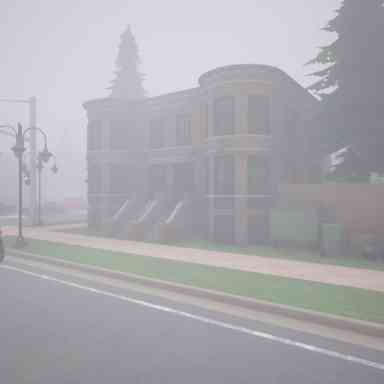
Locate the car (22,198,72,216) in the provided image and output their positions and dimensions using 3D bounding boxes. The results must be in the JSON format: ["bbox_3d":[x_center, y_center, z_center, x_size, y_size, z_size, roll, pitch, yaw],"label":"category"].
[{"bbox_3d":[-14.647,1.564,33.089,1.994,1.385,4.181,0,0,34],"label":"car"}]

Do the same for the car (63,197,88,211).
[{"bbox_3d":[-14.678,1.352,39.326,2.097,1.767,4.553,0,0,33],"label":"car"}]

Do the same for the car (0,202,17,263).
[{"bbox_3d":[-7.366,1.221,9.223,5.566,2.045,2.150,0,0,36],"label":"car"}]

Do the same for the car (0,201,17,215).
[{"bbox_3d":[-19.670,1.601,31.951,1.895,1.301,4.718,0,0,35],"label":"car"}]
